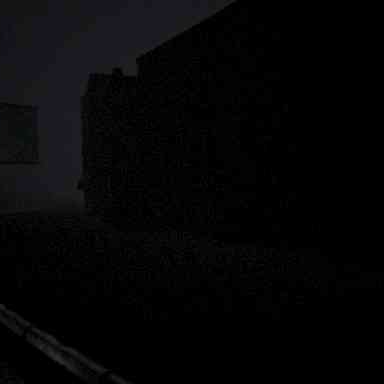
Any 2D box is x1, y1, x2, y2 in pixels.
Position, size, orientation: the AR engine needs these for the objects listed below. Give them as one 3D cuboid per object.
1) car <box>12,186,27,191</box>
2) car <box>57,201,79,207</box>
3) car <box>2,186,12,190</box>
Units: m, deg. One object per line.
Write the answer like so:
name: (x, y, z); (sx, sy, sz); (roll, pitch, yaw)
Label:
car: (-44.993, -0.634, 83.982); (2.231, 1.521, 4.892); (-4, -3, 8)
car: (-24.161, 2.343, 65.089); (1.895, 1.301, 4.718); (-4, -1, 14)
car: (-45.756, -0.829, 78.617); (2.002, 1.452, 4.674); (-4, -3, 9)
